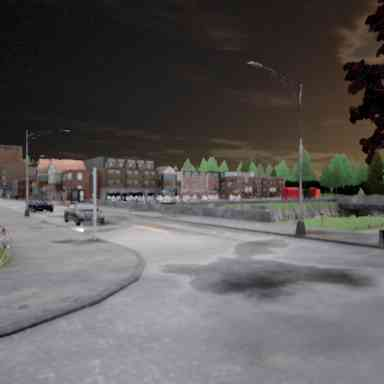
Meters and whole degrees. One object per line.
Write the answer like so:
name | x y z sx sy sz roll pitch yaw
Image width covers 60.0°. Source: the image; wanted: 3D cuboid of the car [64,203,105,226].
car | -7.795 1.509 23.785 1.812 1.442 4.674 0 0 -35

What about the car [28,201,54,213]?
car | -16.397 1.584 36.023 1.895 1.301 4.718 0 0 -35
